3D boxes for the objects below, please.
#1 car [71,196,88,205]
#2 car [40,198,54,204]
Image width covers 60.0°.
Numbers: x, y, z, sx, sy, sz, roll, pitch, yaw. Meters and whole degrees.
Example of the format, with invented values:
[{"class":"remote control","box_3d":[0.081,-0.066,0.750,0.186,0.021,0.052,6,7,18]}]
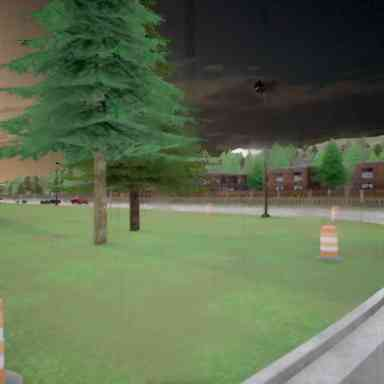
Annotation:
[{"class":"car","box_3d":[-26.641,1.963,78.603,2.150,2.045,5.566,0,-1,-43]},{"class":"car","box_3d":[-38.343,2.479,86.103,1.895,1.301,4.718,0,-1,-43]}]
